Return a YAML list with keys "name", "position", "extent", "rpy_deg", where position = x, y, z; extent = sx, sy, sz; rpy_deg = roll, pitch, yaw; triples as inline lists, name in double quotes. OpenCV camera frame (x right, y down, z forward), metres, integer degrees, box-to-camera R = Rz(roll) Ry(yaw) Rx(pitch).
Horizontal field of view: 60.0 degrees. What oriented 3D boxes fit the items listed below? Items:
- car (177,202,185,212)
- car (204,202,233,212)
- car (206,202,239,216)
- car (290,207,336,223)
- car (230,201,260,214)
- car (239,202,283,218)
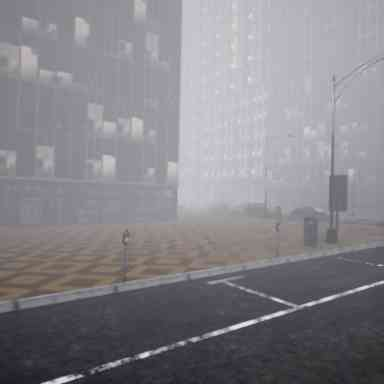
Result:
- name: "car"
  position: [-2.686, 1.981, 46.979]
  extent: [1.967, 1.590, 4.097]
  rpy_deg: [1, -1, -35]
- name: "car"
  position: [4.084, 2.296, 51.914]
  extent: [1.752, 1.417, 4.829]
  rpy_deg: [1, -1, -35]
- name: "car"
  position: [3.923, 1.954, 37.521]
  extent: [1.752, 1.417, 4.829]
  rpy_deg: [1, -1, -35]
- name: "car"
  position: [10.336, 1.902, 28.343]
  extent: [1.802, 1.307, 4.206]
  rpy_deg: [1, -1, -35]
- name: "car"
  position: [7.438, 2.154, 47.118]
  extent: [1.967, 1.590, 4.097]
  rpy_deg: [1, -1, -35]
- name: "car"
  position: [7.082, 1.815, 33.004]
  extent: [1.967, 1.590, 4.097]
  rpy_deg: [1, -1, -35]
